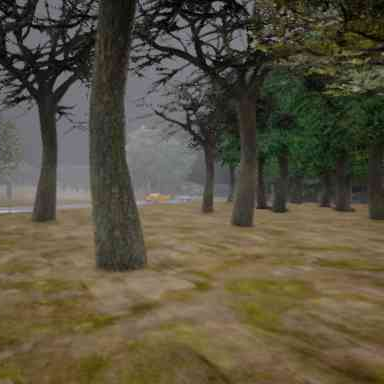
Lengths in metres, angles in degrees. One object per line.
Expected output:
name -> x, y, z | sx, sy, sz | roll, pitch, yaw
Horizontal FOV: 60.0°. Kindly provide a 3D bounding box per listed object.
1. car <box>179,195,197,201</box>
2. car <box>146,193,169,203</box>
car -> -0.668, 1.140, 65.007 | 1.895, 1.301, 4.718 | 2, 0, 23
car -> -5.603, 0.948, 55.022 | 1.882, 1.535, 5.008 | 2, 1, 28
